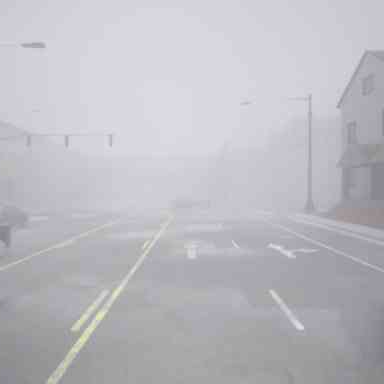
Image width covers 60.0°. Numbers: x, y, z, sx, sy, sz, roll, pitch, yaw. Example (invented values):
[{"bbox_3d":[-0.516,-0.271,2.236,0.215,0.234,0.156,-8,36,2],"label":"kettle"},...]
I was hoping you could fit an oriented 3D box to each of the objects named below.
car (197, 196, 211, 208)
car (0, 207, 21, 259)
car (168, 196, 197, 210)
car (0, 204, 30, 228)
[{"bbox_3d":[0.963,1.211,42.108,1.812,1.442,4.674,0,0,-17],"label":"car"},{"bbox_3d":[-7.090,1.407,9.306,1.882,1.535,5.008,0,0,0],"label":"car"},{"bbox_3d":[-1.429,1.205,38.416,2.128,1.511,4.902,0,0,-18],"label":"car"},{"bbox_3d":[-10.547,1.390,17.974,1.812,1.442,4.674,0,0,1],"label":"car"}]
